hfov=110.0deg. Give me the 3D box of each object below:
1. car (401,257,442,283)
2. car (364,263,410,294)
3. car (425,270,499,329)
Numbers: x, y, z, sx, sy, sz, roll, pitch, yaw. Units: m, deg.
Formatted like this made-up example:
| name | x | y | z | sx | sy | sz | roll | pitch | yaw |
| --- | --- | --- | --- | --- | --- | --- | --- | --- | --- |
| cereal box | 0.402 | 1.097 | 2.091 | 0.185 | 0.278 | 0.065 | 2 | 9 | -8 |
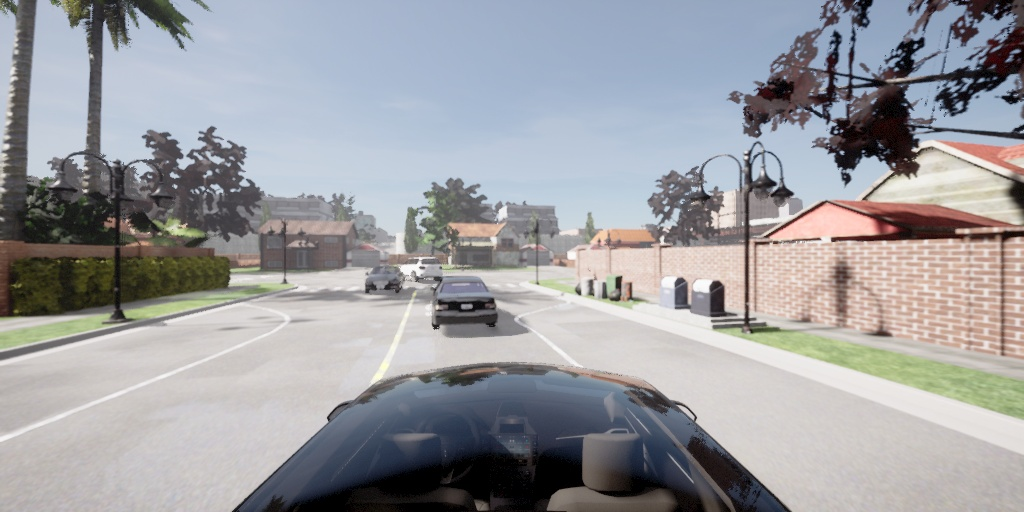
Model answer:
| name | x | y | z | sx | sy | sz | roll | pitch | yaw |
| --- | --- | --- | --- | --- | --- | --- | --- | --- | --- |
| car | -7.956 | 1.116 | 30.508 | 2.150 | 2.045 | 5.566 | 1 | -1 | -38 |
| car | -7.511 | 1.376 | 21.371 | 2.128 | 1.511 | 4.902 | 0 | 0 | -13 |
| car | -1.643 | 1.342 | 11.591 | 2.033 | 1.411 | 5.357 | 0 | 0 | -11 |
